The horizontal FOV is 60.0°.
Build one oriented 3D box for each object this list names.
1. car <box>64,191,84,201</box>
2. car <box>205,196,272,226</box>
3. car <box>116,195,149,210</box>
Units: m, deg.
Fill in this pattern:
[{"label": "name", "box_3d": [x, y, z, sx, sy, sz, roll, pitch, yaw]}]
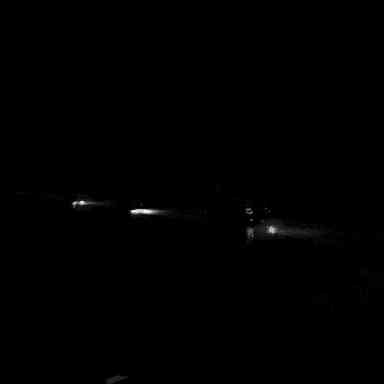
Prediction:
[{"label": "car", "box_3d": [-17.906, 0.543, 50.316, 2.128, 1.511, 4.902, 0, 1, -35]}, {"label": "car", "box_3d": [2.840, 1.064, 21.065, 2.097, 1.767, 4.553, 0, 1, -35]}, {"label": "car", "box_3d": [-6.004, 0.996, 33.471, 1.994, 1.385, 4.181, 0, 1, -35]}]
